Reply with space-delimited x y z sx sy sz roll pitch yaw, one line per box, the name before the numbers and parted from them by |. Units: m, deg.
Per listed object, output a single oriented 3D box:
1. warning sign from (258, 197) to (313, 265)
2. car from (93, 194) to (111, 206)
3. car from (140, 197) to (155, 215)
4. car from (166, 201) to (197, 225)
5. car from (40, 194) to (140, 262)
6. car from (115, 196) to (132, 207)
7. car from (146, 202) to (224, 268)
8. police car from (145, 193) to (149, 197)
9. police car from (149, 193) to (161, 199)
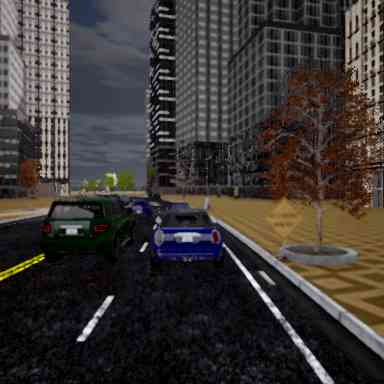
warning sign | 2.695 1.072 9.739 1.300 1.860 1.060 0 0 -2
car | -13.572 1.144 50.505 2.097 1.767 4.553 0 0 -8
car | -4.470 1.404 29.174 1.812 1.442 4.674 0 0 -4
car | -0.883 1.443 24.642 2.033 1.411 5.357 0 0 -4
car | -3.448 1.176 12.012 2.150 2.045 5.566 0 1 -2
car | -10.068 1.344 49.012 2.033 1.411 5.357 0 0 -7
car | -0.183 1.305 11.303 2.097 1.767 4.553 0 0 -2
police car | -11.640 1.031 95.047 1.930 1.638 5.238 0 0 -15
police car | -9.159 1.068 85.196 1.930 1.638 5.238 0 0 -13
